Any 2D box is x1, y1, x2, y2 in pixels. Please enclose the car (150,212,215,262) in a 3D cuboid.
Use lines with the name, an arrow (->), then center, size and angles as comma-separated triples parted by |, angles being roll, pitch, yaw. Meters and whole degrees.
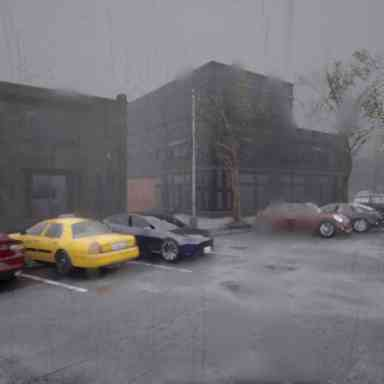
car -> -1.469, 1.477, 12.004 | 4.792, 1.488, 2.163 | -1, -1, 35

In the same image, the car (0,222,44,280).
car -> -6.314, 1.488, 8.584 | 5.008, 1.535, 2.097 | -1, 0, 34

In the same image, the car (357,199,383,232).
car -> 8.151, 1.366, 18.882 | 4.892, 1.521, 2.231 | -1, 0, 34

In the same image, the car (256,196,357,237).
car -> 5.709, 1.261, 17.181 | 4.553, 1.767, 2.185 | -1, -1, 35

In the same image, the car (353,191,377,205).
car -> 26.798, 0.870, 51.406 | 2.435, 2.045, 5.566 | 0, 1, 36

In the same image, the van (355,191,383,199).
van -> 12.864, 1.099, 22.375 | 4.442, 1.987, 1.878 | -1, 0, 35

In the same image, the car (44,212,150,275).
car -> -4.063, 1.468, 10.395 | 5.366, 1.575, 1.946 | -1, 0, 35
